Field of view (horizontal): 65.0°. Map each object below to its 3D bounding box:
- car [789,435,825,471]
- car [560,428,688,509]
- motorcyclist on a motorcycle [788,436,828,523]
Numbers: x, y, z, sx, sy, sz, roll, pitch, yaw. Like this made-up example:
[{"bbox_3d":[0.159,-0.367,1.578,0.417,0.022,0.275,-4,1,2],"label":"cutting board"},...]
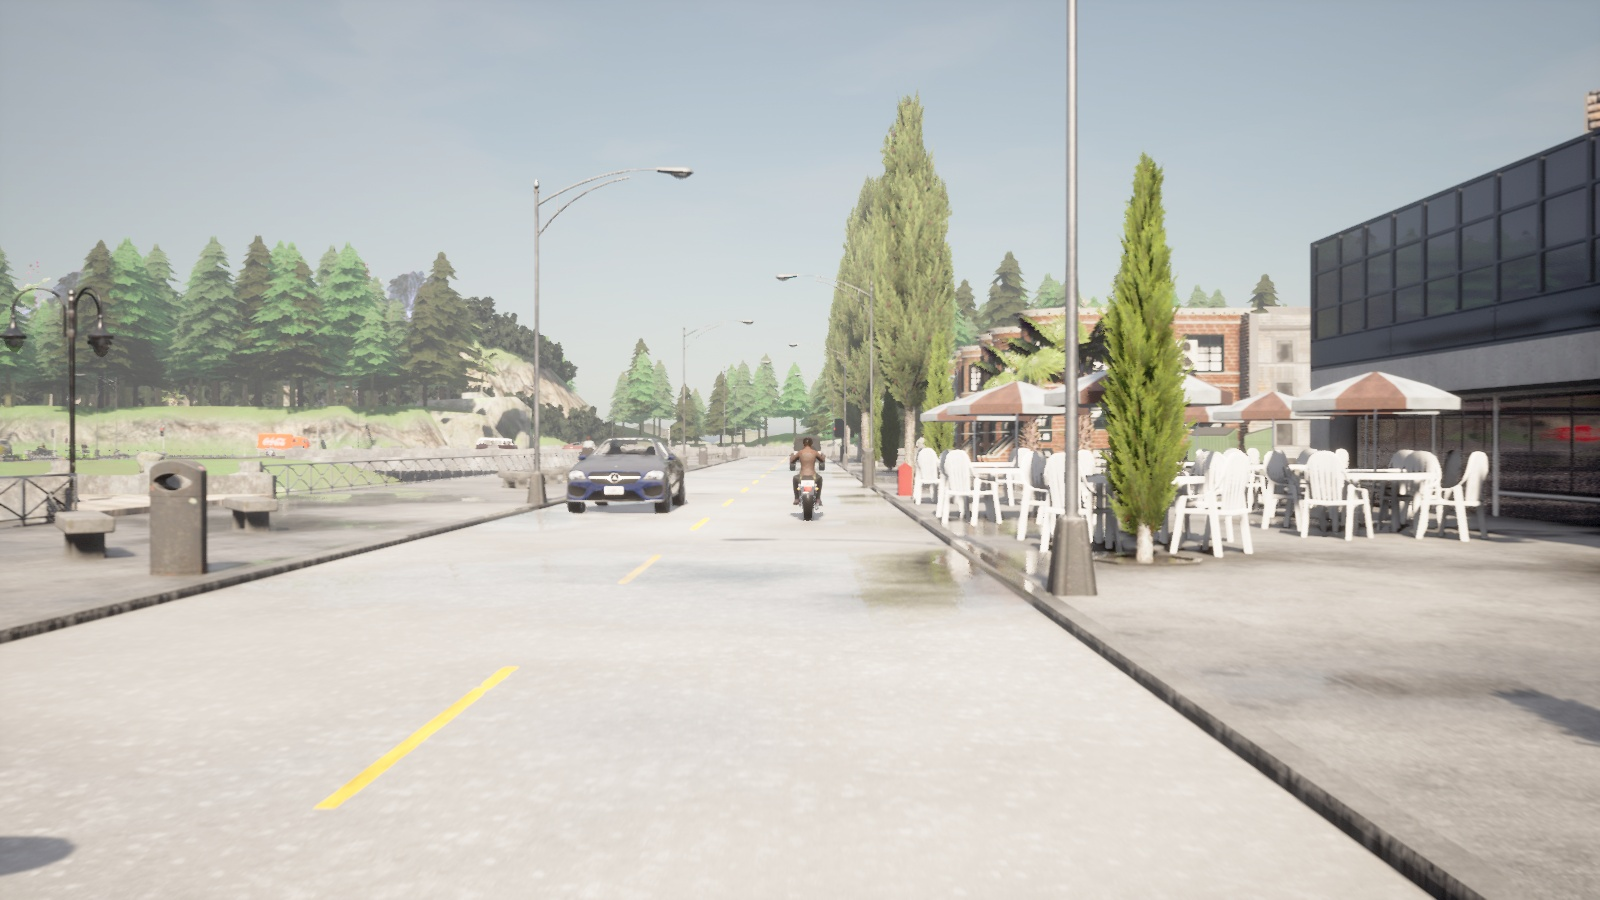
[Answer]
[{"bbox_3d":[0.397,0.155,68.860,1.905,1.878,3.866,0,0,0],"label":"car"},{"bbox_3d":[-3.827,0.363,28.228,2.152,1.651,5.027,0,0,0],"label":"car"},{"bbox_3d":[0.154,0.555,25.110,0.766,1.649,2.350,0,0,0],"label":"motorcyclist on a motorcycle"}]
